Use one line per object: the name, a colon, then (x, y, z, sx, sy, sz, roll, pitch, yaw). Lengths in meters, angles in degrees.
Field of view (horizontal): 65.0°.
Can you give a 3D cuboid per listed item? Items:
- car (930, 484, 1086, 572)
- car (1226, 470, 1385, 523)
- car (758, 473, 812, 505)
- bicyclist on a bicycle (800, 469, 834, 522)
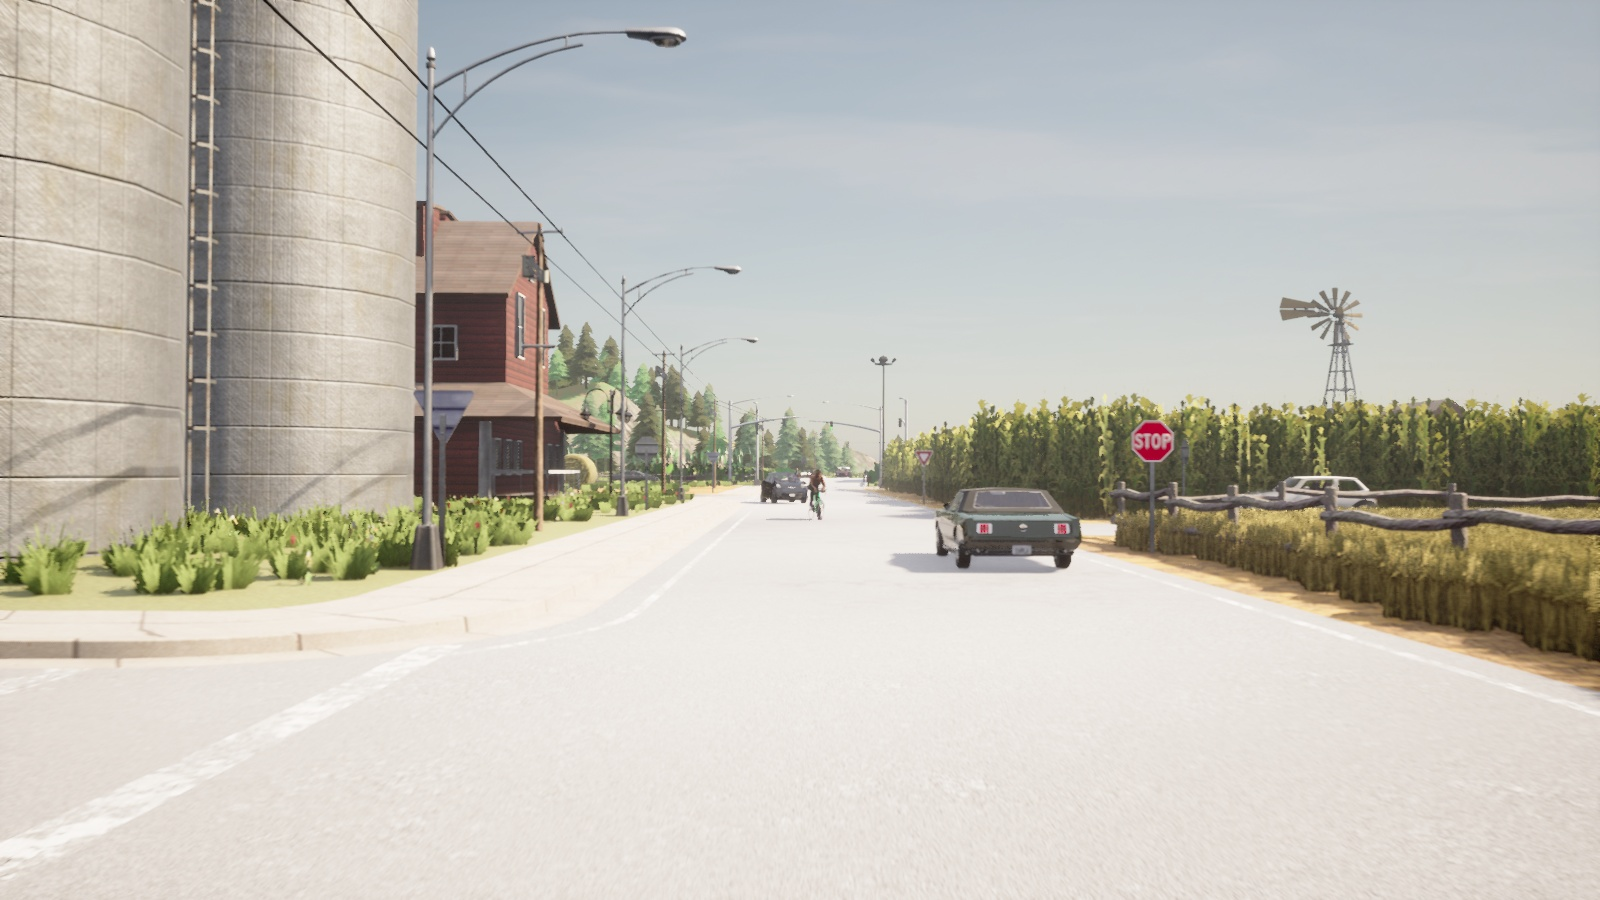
car: (3.448, 1.265, 21.733, 1.895, 1.301, 4.718, 0, -1, 0)
car: (14.612, 1.332, 36.456, 3.806, 1.475, 1.970, 0, -1, 0)
car: (-0.738, 1.837, 60.095, 1.845, 1.501, 3.633, 0, -1, -13)
bicyclist on a bicycle: (0.540, 1.432, 39.804, 0.582, 1.620, 1.656, 1, -1, -17)
